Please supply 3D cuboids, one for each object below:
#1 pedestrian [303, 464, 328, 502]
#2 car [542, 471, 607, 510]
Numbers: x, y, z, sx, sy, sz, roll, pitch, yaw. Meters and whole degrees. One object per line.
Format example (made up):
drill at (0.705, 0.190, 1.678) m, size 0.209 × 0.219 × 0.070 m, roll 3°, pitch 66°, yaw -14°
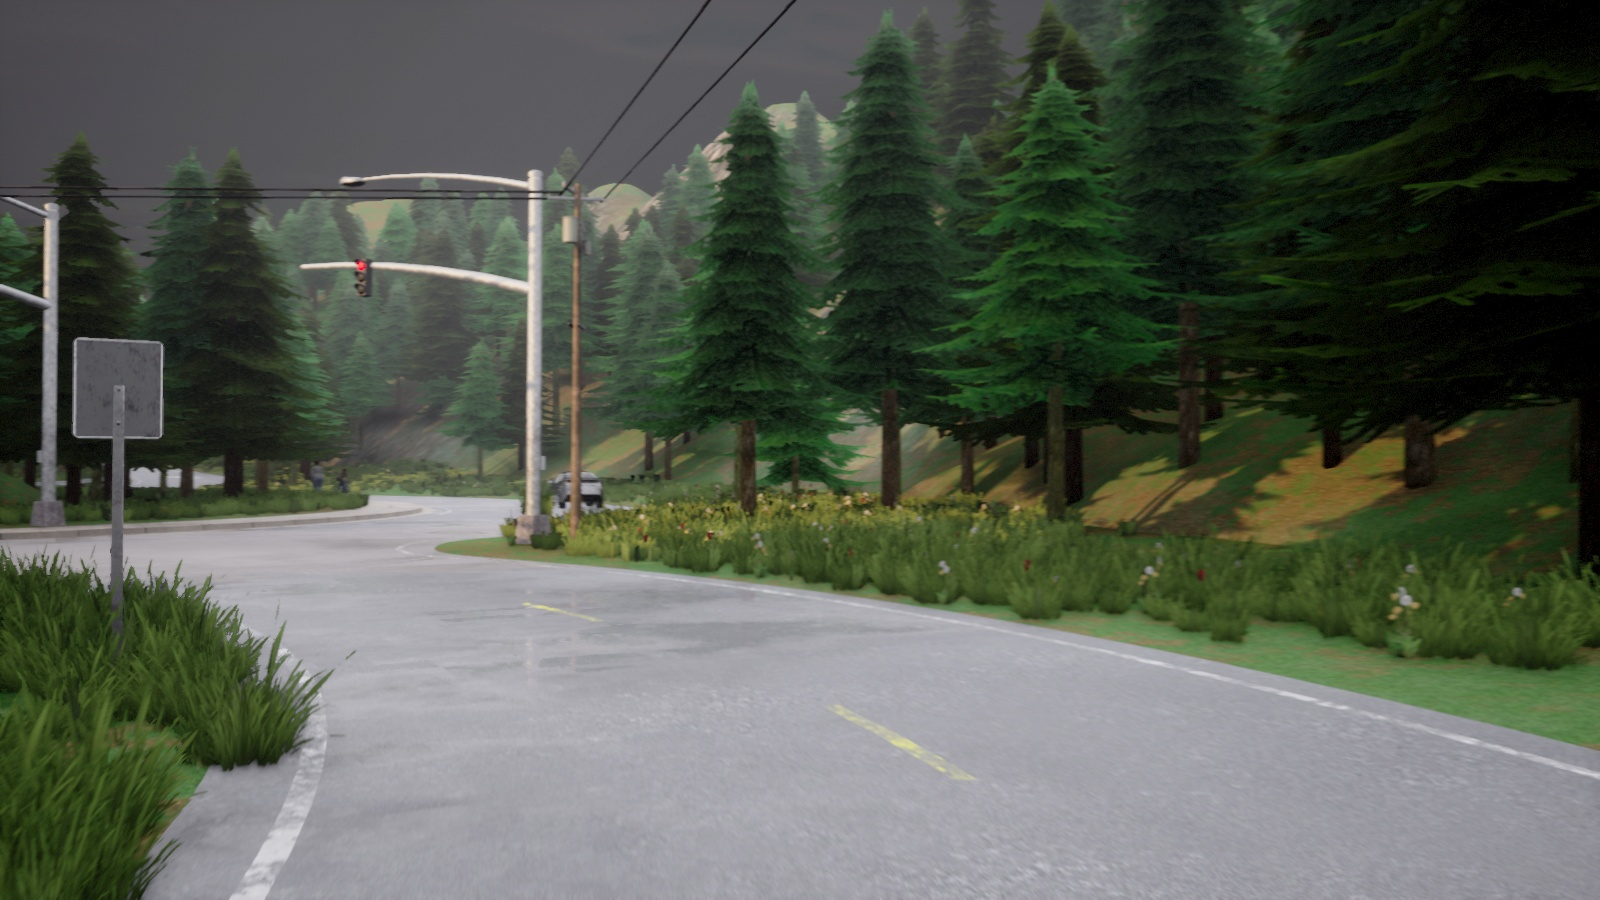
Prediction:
pedestrian at (-23.972, 1.630, 62.127) m, size 0.874 × 1.855 × 0.900 m, roll 1°, pitch -1°, yaw -44°
car at (-9.421, 1.664, 52.170) m, size 2.007 × 1.525 × 4.514 m, roll 0°, pitch -1°, yaw -19°
